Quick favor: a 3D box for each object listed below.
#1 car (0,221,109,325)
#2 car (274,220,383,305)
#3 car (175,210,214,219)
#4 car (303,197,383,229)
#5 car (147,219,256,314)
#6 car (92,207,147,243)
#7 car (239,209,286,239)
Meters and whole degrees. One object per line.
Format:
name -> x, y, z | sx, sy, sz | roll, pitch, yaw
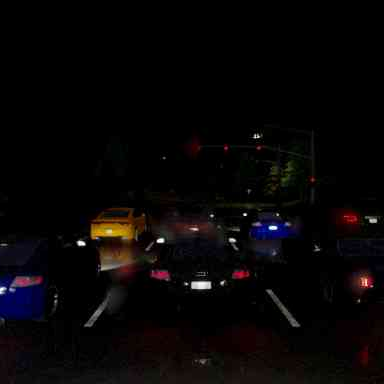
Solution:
car -> -3.396, 1.564, 7.232 | 1.994, 1.385, 4.181 | 0, 0, 0
car -> 3.603, 1.601, 8.044 | 1.895, 1.301, 4.718 | 0, 0, 0
car -> 0.106, 1.564, 16.096 | 1.994, 1.385, 4.181 | 0, 0, 0
car -> 7.106, 1.222, 15.726 | 2.150, 2.045, 5.566 | 0, 0, 0
car -> 0.117, 1.564, 7.693 | 1.994, 1.385, 4.181 | 0, 0, -1
car -> -3.395, 1.478, 16.163 | 1.882, 1.535, 5.008 | 0, 0, 0
car -> 3.606, 1.564, 16.801 | 1.994, 1.385, 4.181 | 0, 0, 0
